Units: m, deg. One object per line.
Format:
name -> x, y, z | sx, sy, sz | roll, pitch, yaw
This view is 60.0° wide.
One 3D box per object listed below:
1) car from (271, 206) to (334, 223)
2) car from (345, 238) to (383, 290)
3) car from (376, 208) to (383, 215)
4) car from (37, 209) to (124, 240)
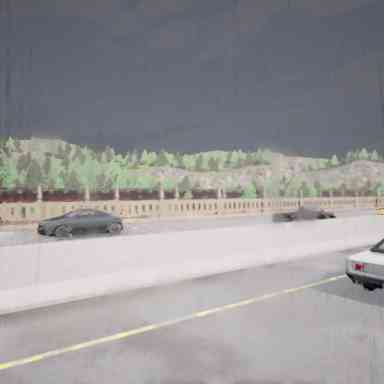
car -> 7.499, 1.629, 22.423 | 4.718, 1.301, 1.895 | 0, 0, -37
car -> 5.712, 1.614, 7.849 | 4.718, 1.301, 1.895 | 0, 0, -36
car -> 14.944, 1.516, 23.642 | 5.008, 1.535, 1.882 | 0, 0, -37
car -> -5.657, 1.572, 17.170 | 4.181, 1.385, 1.994 | 0, 0, -36
